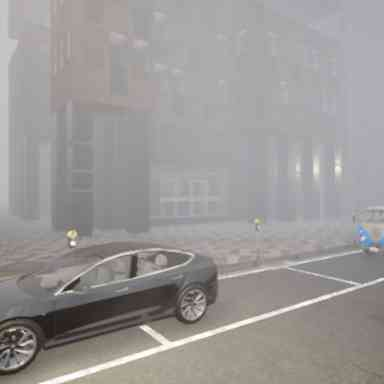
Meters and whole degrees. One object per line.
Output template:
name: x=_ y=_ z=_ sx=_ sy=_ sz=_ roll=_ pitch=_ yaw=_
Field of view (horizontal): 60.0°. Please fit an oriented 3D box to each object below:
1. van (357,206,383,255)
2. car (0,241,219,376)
van: x=7.694 y=1.370 z=12.142 sx=3.998 sy=1.788 sz=1.690 roll=0 pitch=0 yaw=-36
car: x=-1.483 y=1.570 z=5.593 sx=4.313 sy=1.339 sz=1.947 roll=0 pitch=0 yaw=-36
